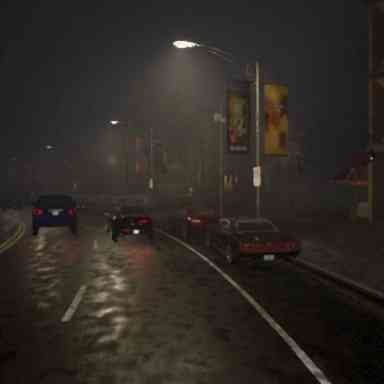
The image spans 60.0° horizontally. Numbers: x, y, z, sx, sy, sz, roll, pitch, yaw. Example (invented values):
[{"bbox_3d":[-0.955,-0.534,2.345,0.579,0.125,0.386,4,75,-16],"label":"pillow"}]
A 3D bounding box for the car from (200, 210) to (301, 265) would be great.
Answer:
[{"bbox_3d":[1.757,1.509,11.387,1.895,1.301,4.718,0,0,-10],"label":"car"}]

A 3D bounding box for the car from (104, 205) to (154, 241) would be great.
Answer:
[{"bbox_3d":[-3.135,1.411,16.342,1.837,1.490,4.892,0,0,-19],"label":"car"}]

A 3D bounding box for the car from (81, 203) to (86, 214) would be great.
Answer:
[{"bbox_3d":[-12.062,1.390,32.564,2.033,1.411,5.357,-1,0,-38],"label":"car"}]

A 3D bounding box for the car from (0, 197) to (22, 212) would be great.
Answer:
[{"bbox_3d":[-20.612,1.358,37.579,1.837,1.490,4.892,-1,0,-39],"label":"car"}]

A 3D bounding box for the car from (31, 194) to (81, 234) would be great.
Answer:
[{"bbox_3d":[-7.782,1.135,18.798,2.150,2.045,5.566,0,0,-24],"label":"car"}]
